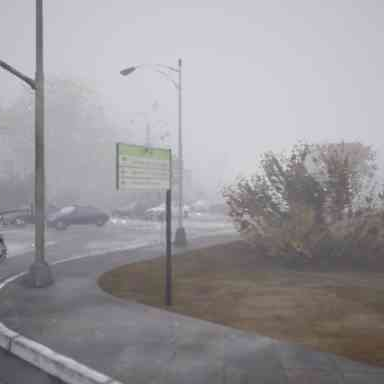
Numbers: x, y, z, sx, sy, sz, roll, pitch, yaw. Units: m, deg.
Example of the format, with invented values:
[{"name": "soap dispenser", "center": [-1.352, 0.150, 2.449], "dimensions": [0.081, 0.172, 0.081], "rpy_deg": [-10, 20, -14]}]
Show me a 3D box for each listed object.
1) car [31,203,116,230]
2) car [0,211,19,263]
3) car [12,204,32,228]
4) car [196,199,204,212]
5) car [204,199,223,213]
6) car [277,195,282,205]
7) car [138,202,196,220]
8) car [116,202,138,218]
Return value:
[{"name": "car", "center": [-7.627, 1.581, 21.827], "dimensions": [1.812, 1.442, 4.674], "rpy_deg": [0, 0, 39]}, {"name": "car", "center": [-6.691, 1.524, 8.967], "dimensions": [2.128, 1.511, 4.902], "rpy_deg": [-1, 0, -11]}, {"name": "car", "center": [-10.936, 1.558, 23.318], "dimensions": [2.128, 1.511, 4.902], "rpy_deg": [0, 0, 39]}, {"name": "car", "center": [1.486, 1.528, 38.807], "dimensions": [1.812, 1.442, 4.674], "rpy_deg": [0, 0, 39]}, {"name": "car", "center": [3.803, 1.476, 36.092], "dimensions": [1.882, 1.535, 5.008], "rpy_deg": [0, 0, 39]}, {"name": "car", "center": [10.158, 1.226, 44.016], "dimensions": [2.097, 1.767, 4.553], "rpy_deg": [0, 1, 40]}, {"name": "car", "center": [-2.058, 1.575, 28.782], "dimensions": [1.812, 1.442, 4.674], "rpy_deg": [0, 0, 39]}, {"name": "car", "center": [-4.830, 1.607, 30.921], "dimensions": [2.033, 1.411, 5.357], "rpy_deg": [0, 0, 39]}]
